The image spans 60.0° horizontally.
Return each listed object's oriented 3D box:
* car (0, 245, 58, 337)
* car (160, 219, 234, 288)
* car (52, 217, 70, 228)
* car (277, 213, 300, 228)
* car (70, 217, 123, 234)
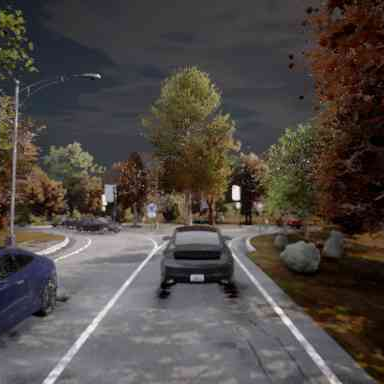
[{"bbox_3d":[-3.651,1.626,5.135,1.812,1.442,4.674,0,-1,0],"label":"car"},{"bbox_3d":[0.150,1.767,9.957,1.837,1.490,4.892,0,-2,1],"label":"car"},{"bbox_3d":[-19.254,4.629,50.597,1.837,1.490,4.892,-2,-5,13],"label":"car"},{"bbox_3d":[13.597,4.074,47.124,2.150,2.045,5.566,1,-4,2],"label":"car"},{"bbox_3d":[-8.944,3.198,31.965,4.892,1.490,1.837,-2,-3,24],"label":"car"}]
